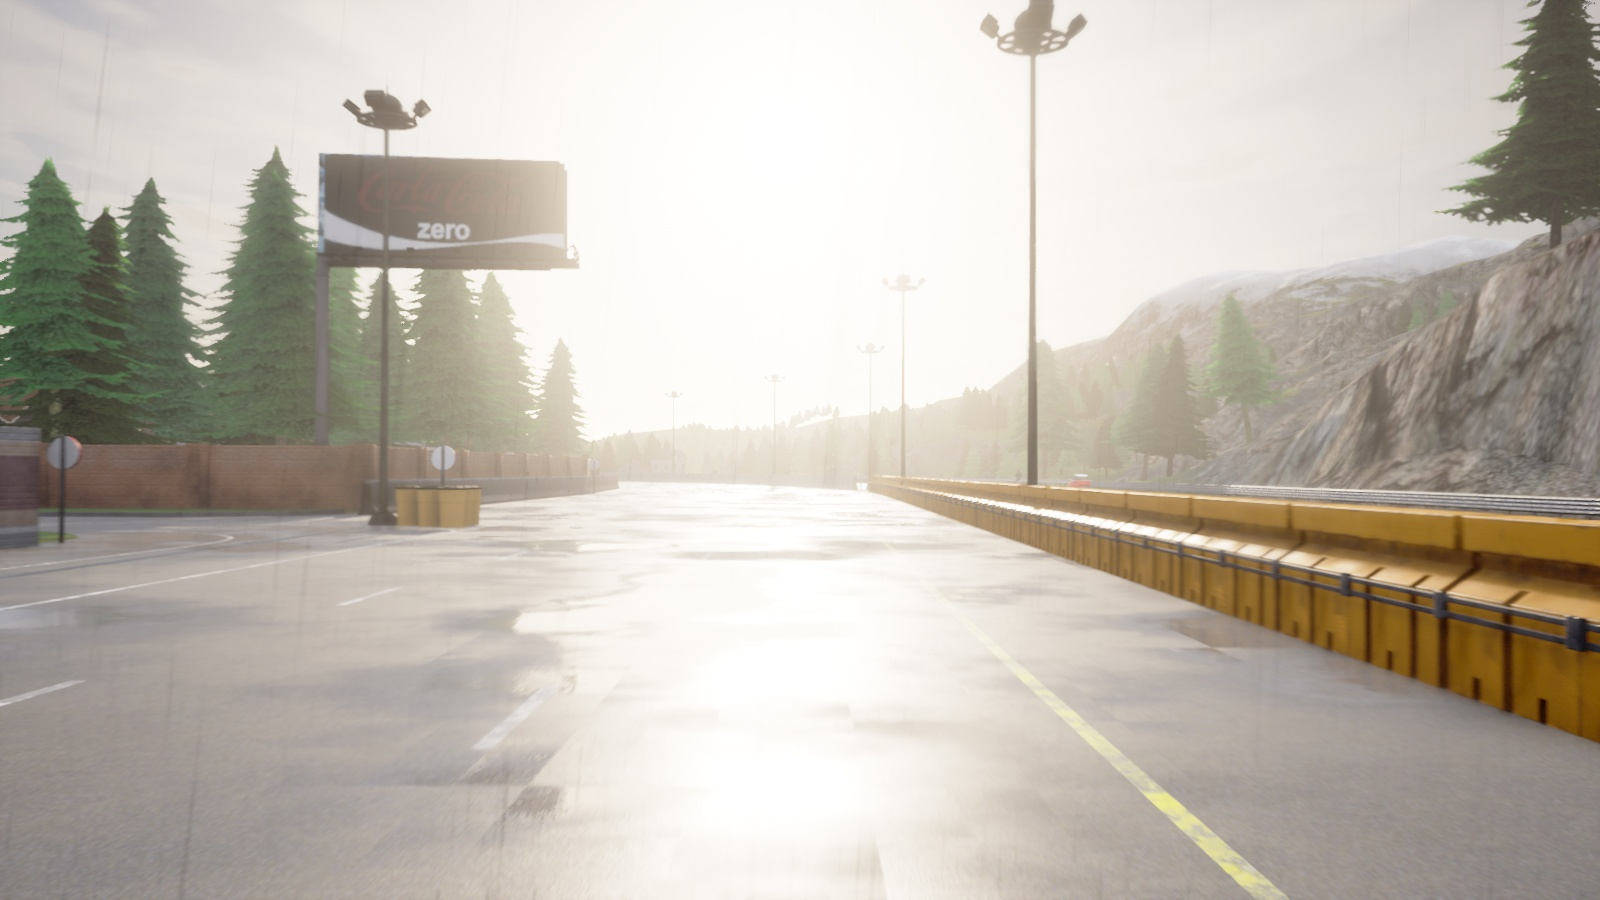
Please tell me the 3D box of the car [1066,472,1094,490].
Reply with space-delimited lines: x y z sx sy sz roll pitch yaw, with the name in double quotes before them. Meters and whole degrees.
"car" 21.120 2.337 94.869 1.481 1.376 2.207 0 -1 -5
